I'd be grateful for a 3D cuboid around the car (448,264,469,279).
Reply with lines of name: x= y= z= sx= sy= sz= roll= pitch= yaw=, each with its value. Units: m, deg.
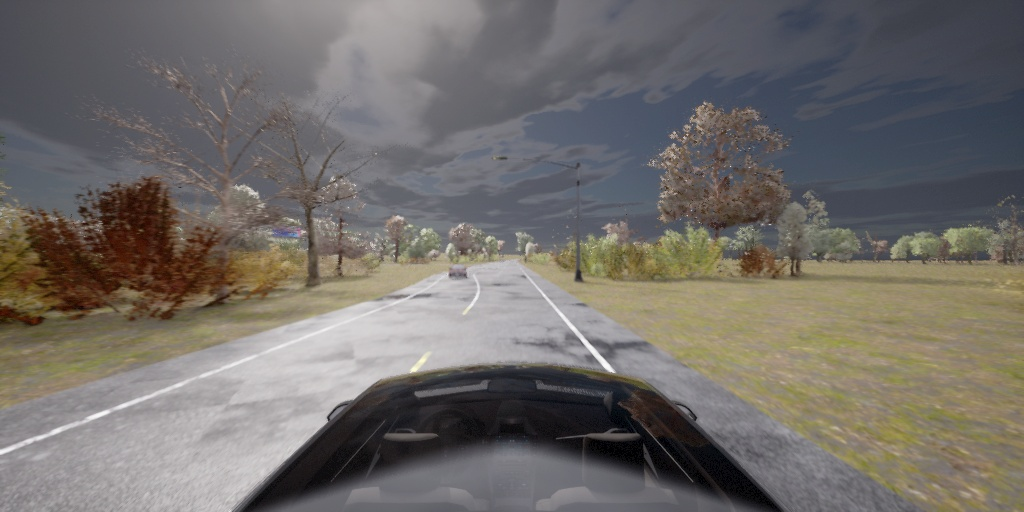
car: x=-5.613 y=1.572 z=37.436 sx=1.812 sy=1.442 sz=4.674 roll=0 pitch=0 yaw=-7
